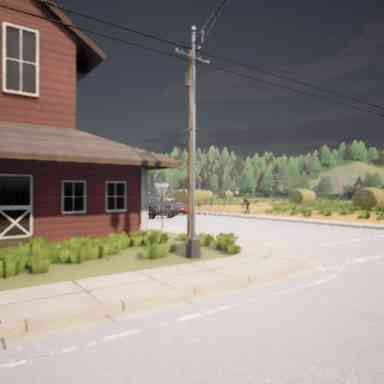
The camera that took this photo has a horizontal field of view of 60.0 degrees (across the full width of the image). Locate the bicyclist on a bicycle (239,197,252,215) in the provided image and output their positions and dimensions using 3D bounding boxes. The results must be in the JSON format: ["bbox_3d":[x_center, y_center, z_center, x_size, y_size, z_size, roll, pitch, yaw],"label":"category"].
[{"bbox_3d":[4.851,1.287,30.008,1.656,1.620,0.582,0,0,-36],"label":"bicyclist on a bicycle"}]

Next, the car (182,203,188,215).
[{"bbox_3d":[-2.079,1.548,33.041,1.994,1.385,4.181,0,0,-36],"label":"car"}]

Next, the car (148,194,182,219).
[{"bbox_3d":[-3.510,1.203,28.748,2.150,2.045,5.566,0,0,-36],"label":"car"}]
